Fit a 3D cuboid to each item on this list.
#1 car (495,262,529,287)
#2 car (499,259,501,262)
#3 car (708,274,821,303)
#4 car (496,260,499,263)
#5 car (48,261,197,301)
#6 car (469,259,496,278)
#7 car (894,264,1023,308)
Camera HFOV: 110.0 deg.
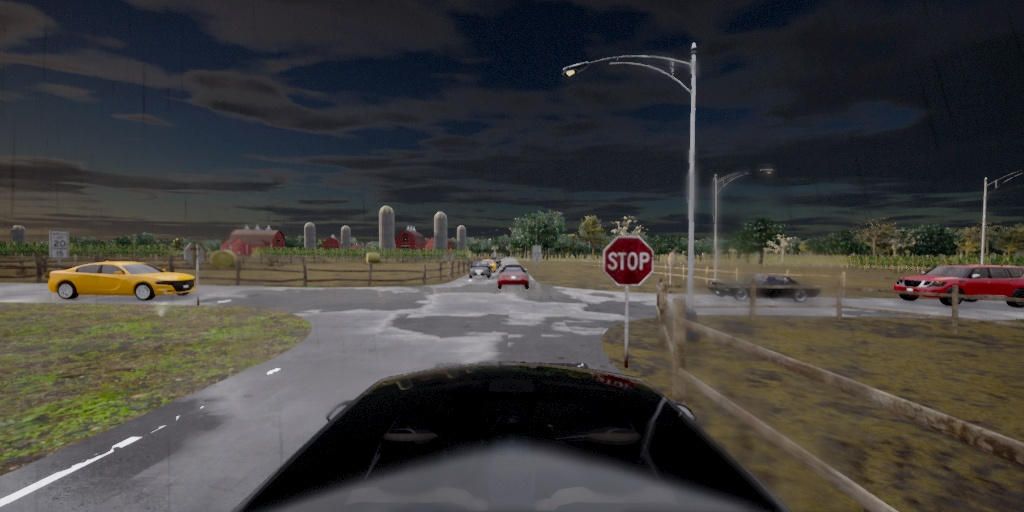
[{"bbox_3d":[0.081,1.293,23.988,1.994,1.385,4.181,0,0,0],"label":"car"},{"bbox_3d":[-2.880,1.245,52.267,1.994,1.385,4.181,0,0,0],"label":"car"},{"bbox_3d":[12.735,1.596,18.361,4.718,1.301,1.895,1,1,0],"label":"car"},{"bbox_3d":[-2.881,1.179,42.215,1.882,1.535,5.008,0,0,0],"label":"car"},{"bbox_3d":[-16.339,0.980,15.210,5.008,1.535,1.882,1,1,0],"label":"car"},{"bbox_3d":[-2.839,1.210,32.818,2.128,1.511,4.902,0,0,-1],"label":"car"},{"bbox_3d":[23.190,1.444,18.424,5.566,2.045,2.150,1,1,0],"label":"car"}]
